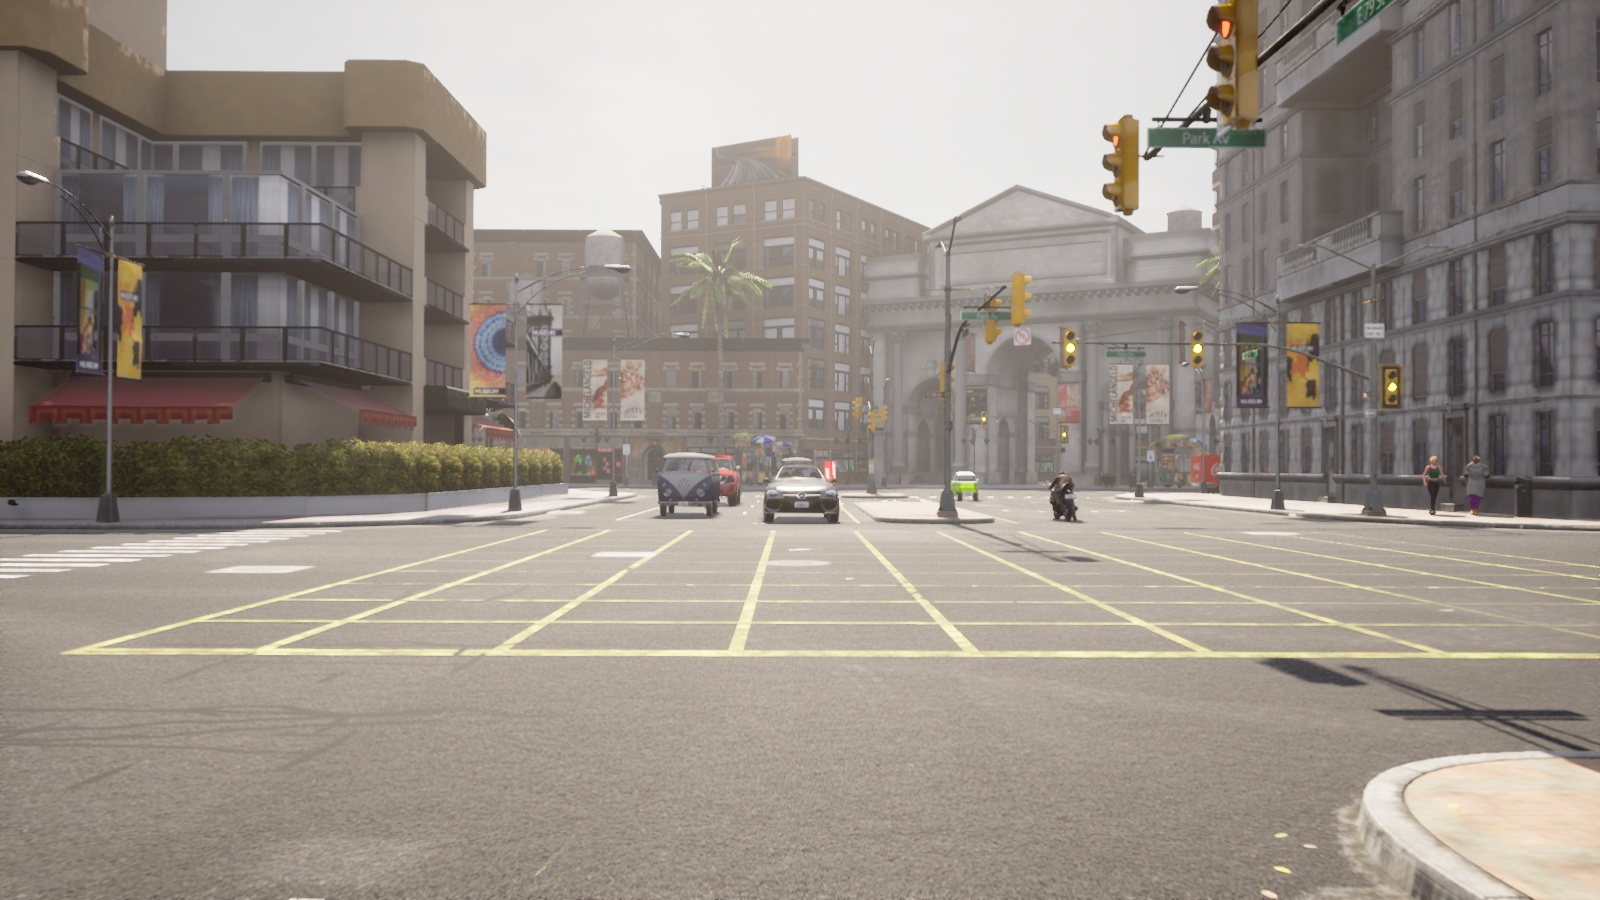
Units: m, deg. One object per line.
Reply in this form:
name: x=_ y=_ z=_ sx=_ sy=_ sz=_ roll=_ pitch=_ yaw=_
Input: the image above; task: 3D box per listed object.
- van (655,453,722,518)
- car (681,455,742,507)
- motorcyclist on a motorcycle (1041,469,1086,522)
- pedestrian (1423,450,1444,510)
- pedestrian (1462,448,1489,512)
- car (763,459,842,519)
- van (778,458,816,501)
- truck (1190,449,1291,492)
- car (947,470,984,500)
van: x=-3.567 y=1.133 z=40.842 sx=1.775 sy=1.987 sz=4.442 roll=0 pitch=-1 yaw=0
car: x=-3.628 y=1.263 z=52.497 sx=2.150 sy=2.045 sz=5.566 roll=0 pitch=-1 yaw=0
motorcyclist on a motorcycle: x=7.908 y=1.339 z=37.780 sx=0.866 sy=1.530 sz=2.191 roll=0 pitch=-1 yaw=0
pedestrian: x=19.477 y=0.927 z=38.616 sx=0.345 sy=1.836 sz=0.594 roll=0 pitch=-1 yaw=5
pedestrian: x=20.742 y=0.921 z=38.570 sx=0.659 sy=1.952 sz=0.873 roll=-1 pitch=-1 yaw=26
car: x=-0.004 y=1.107 z=37.154 sx=2.152 sy=1.651 sz=5.027 roll=0 pitch=-1 yaw=-2
van: x=-0.147 y=1.396 z=60.431 sx=1.775 sy=1.987 sz=4.442 roll=0 pitch=-1 yaw=0
truck: x=26.932 y=1.273 z=76.991 sx=5.204 sy=2.467 sz=2.627 roll=-1 pitch=-1 yaw=0
car: x=7.837 y=1.663 z=59.633 sx=1.481 sy=1.376 sz=2.207 roll=0 pitch=0 yaw=0
